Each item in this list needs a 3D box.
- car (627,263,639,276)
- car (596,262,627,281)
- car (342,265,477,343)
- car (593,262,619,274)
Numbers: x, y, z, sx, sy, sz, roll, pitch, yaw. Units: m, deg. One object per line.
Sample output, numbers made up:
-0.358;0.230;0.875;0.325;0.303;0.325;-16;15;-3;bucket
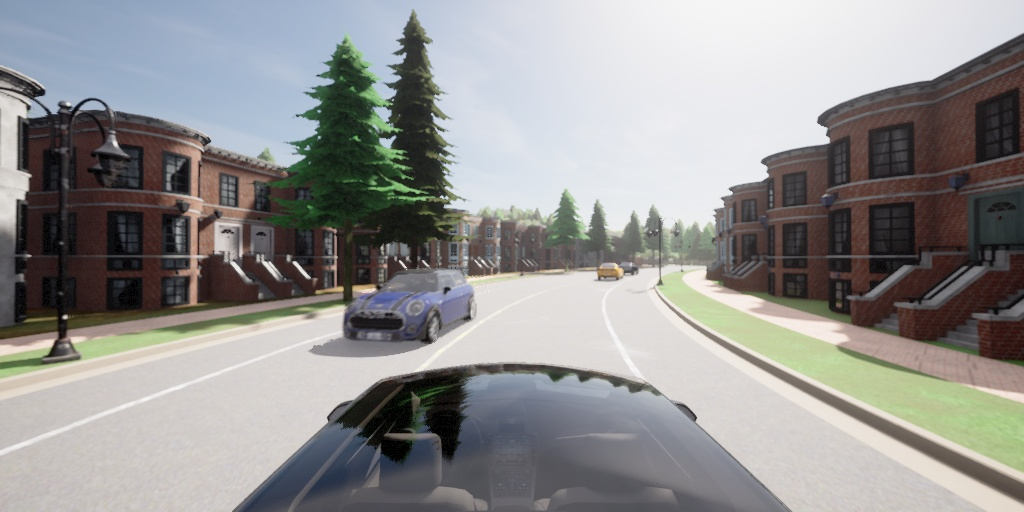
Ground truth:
14.157;1.556;43.594;2.128;1.511;4.902;0;0;29;car
9.391;1.469;34.060;1.882;1.535;5.008;0;0;24;car
-2.552;1.160;9.983;2.097;1.767;4.553;0;0;11;car
12.934;1.593;48.877;2.128;1.511;4.902;0;-1;31;car
